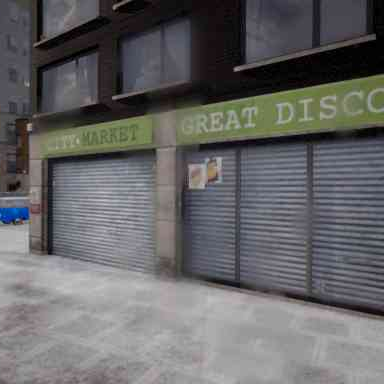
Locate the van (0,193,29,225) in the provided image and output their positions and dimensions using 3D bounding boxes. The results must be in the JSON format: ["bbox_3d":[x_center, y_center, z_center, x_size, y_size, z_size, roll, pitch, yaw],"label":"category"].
[{"bbox_3d":[-10.859,1.203,22.322,1.690,1.788,3.998,1,1,36],"label":"van"}]

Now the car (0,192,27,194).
[{"bbox_3d":[-15.358,1.037,26.132,2.150,2.045,5.566,1,1,36],"label":"car"}]
